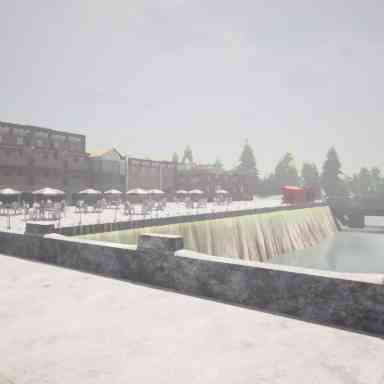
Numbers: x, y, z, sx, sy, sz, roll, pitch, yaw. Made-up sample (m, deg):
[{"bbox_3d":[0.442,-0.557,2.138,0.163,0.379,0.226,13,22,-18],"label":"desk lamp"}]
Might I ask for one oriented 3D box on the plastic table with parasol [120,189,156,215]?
[{"bbox_3d":[-5.263,0.925,32.485,2.482,2.480,2.482,0,0,35],"label":"plastic table with parasol"}]
